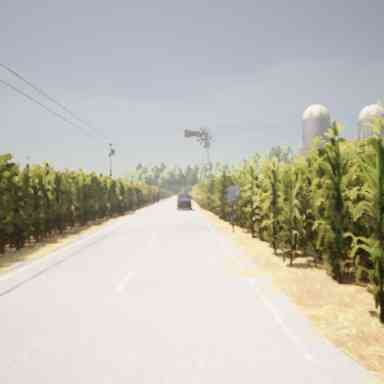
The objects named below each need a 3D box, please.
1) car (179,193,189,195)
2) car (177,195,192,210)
[{"bbox_3d":[-1.263,1.231,53.391,2.150,2.045,5.566,0,0,-2],"label":"car"},{"bbox_3d":[-0.965,1.485,42.988,1.882,1.535,5.008,0,0,-2],"label":"car"}]
